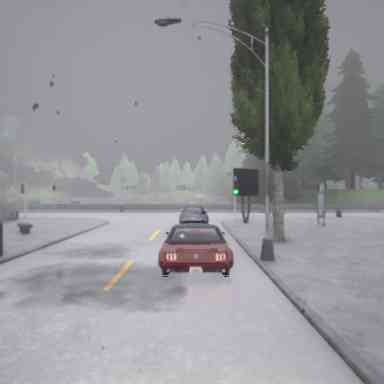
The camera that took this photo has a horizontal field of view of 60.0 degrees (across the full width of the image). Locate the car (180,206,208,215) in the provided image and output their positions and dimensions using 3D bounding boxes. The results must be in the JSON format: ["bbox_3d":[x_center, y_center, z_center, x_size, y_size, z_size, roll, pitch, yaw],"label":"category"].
[{"bbox_3d":[0.138,1.631,23.080,1.994,1.385,4.181,0,0,1],"label":"car"}]

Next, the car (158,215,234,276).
[{"bbox_3d":[0.100,1.631,10.385,1.895,1.301,4.718,0,0,0],"label":"car"}]
